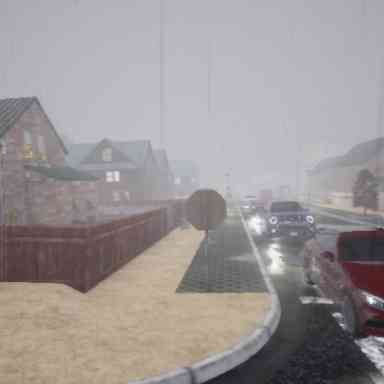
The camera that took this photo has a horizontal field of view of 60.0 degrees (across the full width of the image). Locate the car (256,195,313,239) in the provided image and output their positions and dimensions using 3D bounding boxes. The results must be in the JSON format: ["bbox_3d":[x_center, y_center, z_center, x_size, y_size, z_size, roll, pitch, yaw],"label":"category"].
[{"bbox_3d":[4.580,1.201,16.452,2.097,1.767,4.553,-2,0,7],"label":"car"}]

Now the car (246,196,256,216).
[{"bbox_3d":[6.114,1.337,29.701,1.895,1.301,4.718,-2,0,7],"label":"car"}]

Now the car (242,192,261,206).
[{"bbox_3d":[8.099,1.115,46.218,1.812,1.442,4.674,-2,0,7],"label":"car"}]

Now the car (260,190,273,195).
[{"bbox_3d":[11.786,0.636,53.426,2.150,2.045,5.566,-2,0,7],"label":"car"}]

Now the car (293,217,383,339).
[{"bbox_3d":[3.442,1.447,6.533,1.812,1.442,4.674,-3,0,7],"label":"car"}]
